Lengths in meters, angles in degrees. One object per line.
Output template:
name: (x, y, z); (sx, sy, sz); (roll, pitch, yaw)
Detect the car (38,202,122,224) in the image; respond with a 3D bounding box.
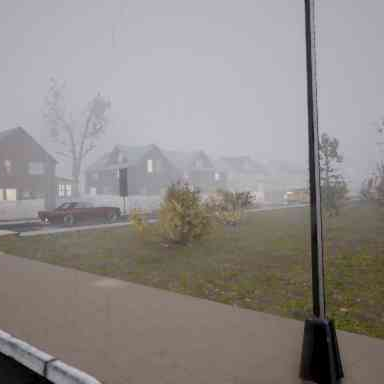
car: (-6.722, 1.254, 20.442); (1.895, 1.301, 4.718); (-2, -1, 43)

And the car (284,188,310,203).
car: (13.954, 0.595, 42.266); (1.882, 1.535, 5.008); (-2, -1, 44)
